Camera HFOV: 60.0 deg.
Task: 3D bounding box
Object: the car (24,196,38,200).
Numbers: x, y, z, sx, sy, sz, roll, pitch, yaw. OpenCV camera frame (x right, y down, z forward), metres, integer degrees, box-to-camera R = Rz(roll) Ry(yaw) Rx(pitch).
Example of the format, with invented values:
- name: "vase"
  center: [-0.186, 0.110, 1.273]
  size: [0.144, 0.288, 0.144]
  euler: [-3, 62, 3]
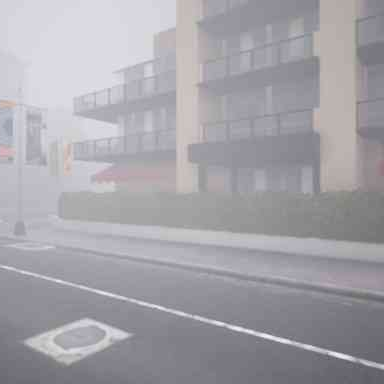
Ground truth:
- name: "car"
  center: [-36.628, 1.667, 72.508]
  size: [4.892, 1.521, 2.231]
  euler: [0, 0, 35]
